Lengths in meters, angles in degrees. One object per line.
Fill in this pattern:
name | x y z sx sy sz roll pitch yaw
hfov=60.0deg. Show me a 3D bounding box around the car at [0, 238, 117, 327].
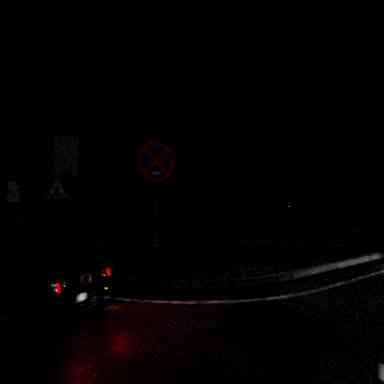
car | -4.017 1.636 6.902 4.718 1.301 1.895 -1 -1 23
